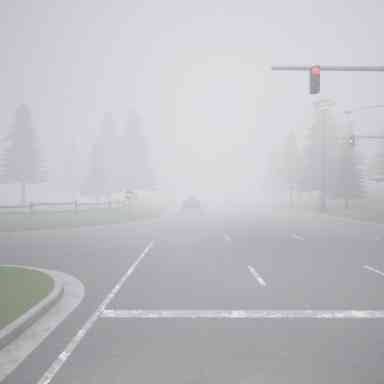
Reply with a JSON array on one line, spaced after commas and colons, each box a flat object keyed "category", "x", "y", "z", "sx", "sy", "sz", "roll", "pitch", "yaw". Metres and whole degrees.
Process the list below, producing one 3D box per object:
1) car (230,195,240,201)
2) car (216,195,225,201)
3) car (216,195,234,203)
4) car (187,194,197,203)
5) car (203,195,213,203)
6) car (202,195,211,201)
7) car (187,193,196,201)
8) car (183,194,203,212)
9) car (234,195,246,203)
[{"category": "car", "x": 10.420, "y": 1.385, "z": 80.787, "sx": 1.994, "sy": 1.385, "sz": 4.181, "roll": 0, "pitch": 0, "yaw": 0}, {"category": "car", "x": 6.920, "y": 1.385, "z": 80.783, "sx": 1.994, "sy": 1.385, "sz": 4.181, "roll": 0, "pitch": 0, "yaw": 0}, {"category": "car", "x": 6.930, "y": 1.531, "z": 70.364, "sx": 2.033, "sy": 1.411, "sz": 5.357, "roll": 0, "pitch": 0, "yaw": 0}, {"category": "car", "x": -0.070, "y": 1.348, "z": 70.743, "sx": 2.097, "sy": 1.767, "sz": 4.553, "roll": 0, "pitch": 0, "yaw": 0}, {"category": "car", "x": 3.430, "y": 1.545, "z": 70.777, "sx": 1.994, "sy": 1.385, "sz": 4.181, "roll": 0, "pitch": 0, "yaw": 0}, {"category": "car", "x": 3.420, "y": 1.428, "z": 80.810, "sx": 1.895, "sy": 1.301, "sz": 4.718, "roll": 0, "pitch": 0, "yaw": 0}, {"category": "car", "x": -0.080, "y": 1.188, "z": 80.746, "sx": 2.097, "sy": 1.767, "sz": 4.553, "roll": 0, "pitch": 0, "yaw": 0}, {"category": "car", "x": -0.039, "y": 1.352, "z": 39.706, "sx": 2.097, "sy": 1.767, "sz": 4.553, "roll": 0, "pitch": 0, "yaw": 0}, {"category": "car", "x": 10.430, "y": 1.517, "z": 70.784, "sx": 1.812, "sy": 1.442, "sz": 4.674, "roll": 0, "pitch": 0, "yaw": 0}]
